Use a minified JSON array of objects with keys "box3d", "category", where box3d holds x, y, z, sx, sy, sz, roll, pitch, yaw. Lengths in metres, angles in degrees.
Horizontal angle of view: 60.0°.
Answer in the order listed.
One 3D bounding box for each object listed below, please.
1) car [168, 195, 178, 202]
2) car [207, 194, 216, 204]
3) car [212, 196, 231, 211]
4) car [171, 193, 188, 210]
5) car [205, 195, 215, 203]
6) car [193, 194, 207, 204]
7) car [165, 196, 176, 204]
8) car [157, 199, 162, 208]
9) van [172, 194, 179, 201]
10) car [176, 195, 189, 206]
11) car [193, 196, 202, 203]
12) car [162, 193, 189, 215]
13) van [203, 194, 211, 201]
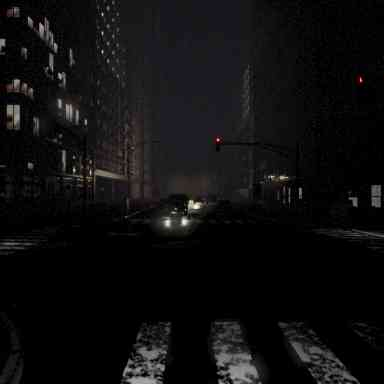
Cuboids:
[{"box3d":[-4.183,1.426,74.883,1.967,1.590,4.097,0,0,0],"category":"car"},{"box3d":[3.750,1.313,63.865,2.192,1.841,5.009,0,0,0],"category":"car"},{"box3d":[3.904,1.579,41.756,1.947,1.339,4.313,0,0,0],"category":"car"},{"box3d":[-1.572,1.229,44.207,2.150,2.045,5.566,0,1,0],"category":"car"},{"box3d":[3.723,1.432,69.393,1.967,1.590,4.097,0,0,0],"category":"car"},{"box3d":[1.275,1.524,62.977,1.812,1.442,4.674,0,0,0],"category":"car"},{"box3d":[-4.131,1.564,63.828,1.947,1.339,4.313,0,0,0],"category":"car"},{"box3d":[-4.052,1.593,47.245,1.802,1.307,4.206,0,0,0],"category":"car"},{"box3d":[-4.236,1.315,85.938,1.690,1.788,3.998,0,0,0],"category":"van"},{"box3d":[-1.611,1.355,57.539,2.097,1.767,4.553,0,0,0],"category":"car"},{"box3d":[1.150,1.528,73.284,2.033,1.411,5.357,0,0,0],"category":"car"},{"box3d":[-1.525,1.239,33.932,2.150,2.045,5.566,0,0,0],"category":"car"},{"box3d":[3.670,1.321,80.448,1.690,1.788,3.998,0,0,0],"category":"van"}]
